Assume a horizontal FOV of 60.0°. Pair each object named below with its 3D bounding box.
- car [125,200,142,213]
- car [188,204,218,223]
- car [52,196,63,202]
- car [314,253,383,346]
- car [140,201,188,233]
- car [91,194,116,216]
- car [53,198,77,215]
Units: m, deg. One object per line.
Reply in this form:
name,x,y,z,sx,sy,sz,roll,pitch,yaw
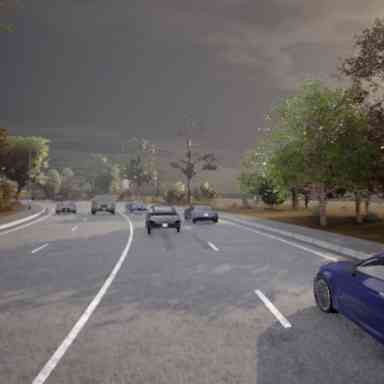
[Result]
car,-6.398,1.588,37.665,2.033,1.411,5.357,0,0,-19
car,0.583,1.582,25.500,1.994,1.385,4.181,0,0,-12
car,-28.246,1.516,70.429,2.033,1.411,5.357,0,0,-36
car,3.371,1.519,4.646,1.812,1.442,4.674,0,0,-2
car,-1.817,1.509,19.708,2.128,1.511,4.902,0,0,-10
car,-9.084,1.261,33.970,2.150,2.045,5.566,0,0,-18
car,-12.927,1.608,34.398,1.994,1.385,4.181,0,0,-19
